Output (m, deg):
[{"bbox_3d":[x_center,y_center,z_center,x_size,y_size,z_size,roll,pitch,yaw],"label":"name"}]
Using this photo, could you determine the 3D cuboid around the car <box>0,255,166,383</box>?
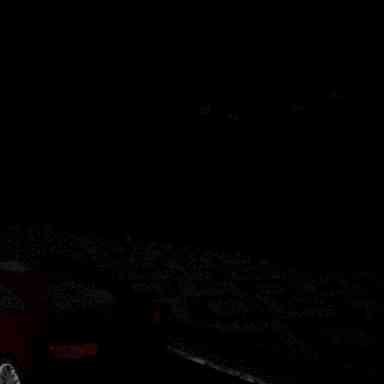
[{"bbox_3d":[-2.243,1.554,4.559,4.206,1.307,1.802,0,0,35],"label":"car"}]
